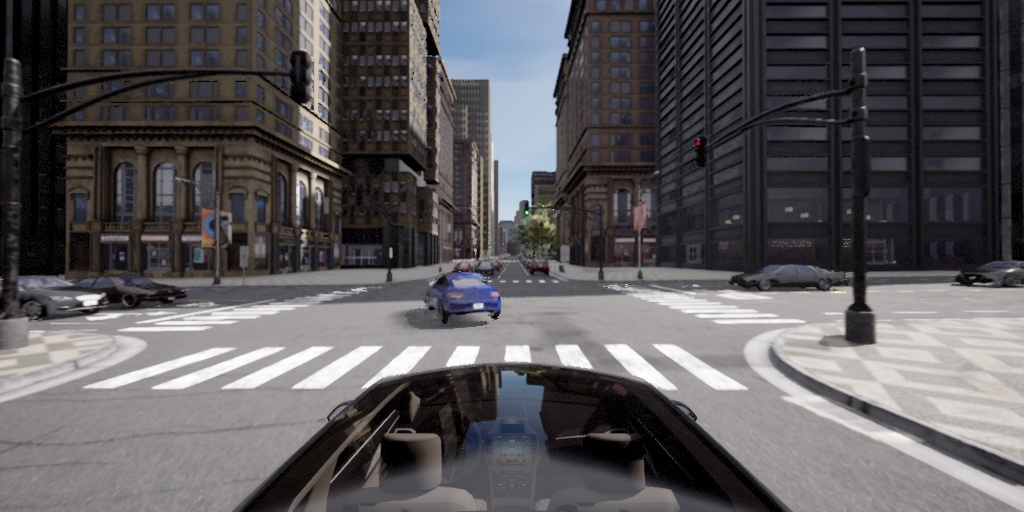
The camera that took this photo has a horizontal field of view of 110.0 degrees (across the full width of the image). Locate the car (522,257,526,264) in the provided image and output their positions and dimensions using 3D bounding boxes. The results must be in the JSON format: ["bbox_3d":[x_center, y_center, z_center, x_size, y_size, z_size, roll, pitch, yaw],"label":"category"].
[{"bbox_3d":[3.189,1.367,62.428,1.751,1.417,4.829,0,0,0],"label":"car"}]

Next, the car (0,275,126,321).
[{"bbox_3d":[-17.763,1.475,13.100,4.902,1.511,2.128,-1,0,1],"label":"car"}]

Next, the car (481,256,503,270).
[{"bbox_3d":[-2.714,1.195,48.649,2.097,1.767,4.553,0,0,1],"label":"car"}]

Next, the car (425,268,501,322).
[{"bbox_3d":[-1.781,1.296,12.358,1.812,1.442,4.674,0,-1,-21],"label":"car"}]

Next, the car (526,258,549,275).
[{"bbox_3d":[3.036,1.148,40.094,2.192,1.841,5.009,0,0,0],"label":"car"}]

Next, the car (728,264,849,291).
[{"bbox_3d":[15.011,1.141,19.653,5.357,1.411,2.033,-1,0,4],"label":"car"}]

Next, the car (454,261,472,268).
[{"bbox_3d":[-5.489,1.379,40.150,1.888,1.381,4.507,0,0,0],"label":"car"}]

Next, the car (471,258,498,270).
[{"bbox_3d":[-2.805,1.309,37.620,1.882,1.535,5.008,0,0,1],"label":"car"}]

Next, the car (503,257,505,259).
[{"bbox_3d":[-2.585,1.348,62.323,1.837,1.490,4.892,0,0,1],"label":"car"}]

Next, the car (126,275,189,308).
[{"bbox_3d":[-18.068,1.563,16.371,5.357,1.411,2.033,-1,0,3],"label":"car"}]

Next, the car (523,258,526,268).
[{"bbox_3d":[3.150,1.410,56.716,1.948,1.339,4.313,0,0,0],"label":"car"}]

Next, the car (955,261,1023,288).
[{"bbox_3d":[27.200,0.972,19.635,4.181,1.385,1.994,-1,0,0],"label":"car"}]
